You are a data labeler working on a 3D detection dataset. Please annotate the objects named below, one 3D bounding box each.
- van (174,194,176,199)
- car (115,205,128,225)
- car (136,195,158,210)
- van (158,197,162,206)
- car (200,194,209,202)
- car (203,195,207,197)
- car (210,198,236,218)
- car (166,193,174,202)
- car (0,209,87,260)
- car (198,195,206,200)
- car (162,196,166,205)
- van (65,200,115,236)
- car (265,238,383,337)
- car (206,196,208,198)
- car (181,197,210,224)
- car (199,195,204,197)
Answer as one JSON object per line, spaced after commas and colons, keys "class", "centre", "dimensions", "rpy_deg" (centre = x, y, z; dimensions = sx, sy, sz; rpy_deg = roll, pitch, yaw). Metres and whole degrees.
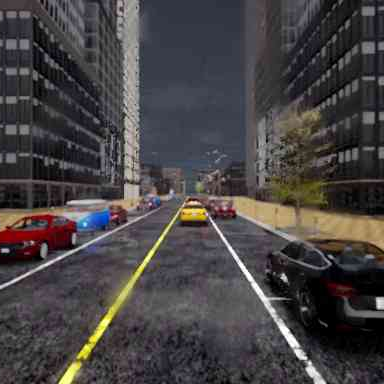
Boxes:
{"class": "van", "centre": [-5.580, 1.255, 86.358], "dimensions": [1.690, 1.788, 3.998], "rpy_deg": [0, 0, 0]}
{"class": "car", "centre": [-5.658, 1.566, 23.745], "dimensions": [1.802, 1.307, 4.206], "rpy_deg": [0, 0, 0]}
{"class": "car", "centre": [-5.637, 1.408, 40.820], "dimensions": [1.967, 1.590, 4.097], "rpy_deg": [0, 0, 0]}
{"class": "van", "centre": [-5.629, 1.303, 46.513], "dimensions": [1.690, 1.788, 3.998], "rpy_deg": [0, 0, 0]}
{"class": "car", "centre": [2.786, 1.369, 74.947], "dimensions": [1.967, 1.590, 4.097], "rpy_deg": [0, 0, 0]}
{"class": "car", "centre": [2.751, 1.486, 46.658], "dimensions": [1.752, 1.417, 4.829], "rpy_deg": [0, 0, 0]}
{"class": "car", "centre": [2.730, 1.419, 29.411], "dimensions": [1.967, 1.590, 4.097], "rpy_deg": [0, 0, 0]}
{"class": "car", "centre": [-5.595, 1.454, 74.803], "dimensions": [1.752, 1.417, 4.829], "rpy_deg": [0, 0, 0]}
{"class": "car", "centre": [-5.672, 1.537, 12.360], "dimensions": [1.887, 1.381, 4.507], "rpy_deg": [0, 0, 0]}
{"class": "car", "centre": [2.806, 1.457, 92.023], "dimensions": [2.008, 1.369, 4.403], "rpy_deg": [0, 0, 0]}
{"class": "car", "centre": [-5.623, 1.521, 52.206], "dimensions": [1.947, 1.339, 4.313], "rpy_deg": [0, 0, 0]}
{"class": "van", "centre": [-5.664, 1.330, 18.052], "dimensions": [1.690, 1.788, 3.998], "rpy_deg": [0, 0, 0]}
{"class": "car", "centre": [2.701, 1.562, 6.645], "dimensions": [1.947, 1.339, 4.313], "rpy_deg": [0, 0, 0]}
{"class": "car", "centre": [2.743, 1.549, 40.796], "dimensions": [1.802, 1.307, 4.206], "rpy_deg": [0, 0, 0]}
{"class": "car", "centre": [0.130, 1.438, 24.644], "dimensions": [1.801, 1.575, 5.366], "rpy_deg": [0, 0, 0]}
{"class": "car", "centre": [0.153, 1.444, 41.742], "dimensions": [1.882, 1.535, 5.008], "rpy_deg": [0, 0, 0]}
